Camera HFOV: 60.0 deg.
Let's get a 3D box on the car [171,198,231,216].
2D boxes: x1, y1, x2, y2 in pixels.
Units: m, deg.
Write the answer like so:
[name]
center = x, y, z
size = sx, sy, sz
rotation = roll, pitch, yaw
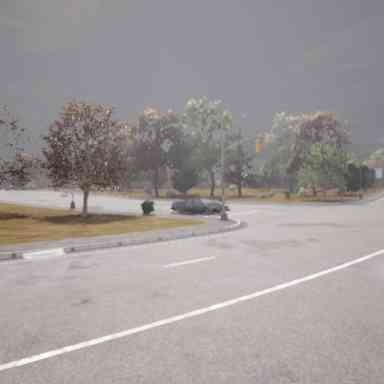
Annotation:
[car]
center = 0.637, 1.206, 28.673
size = 5.357, 1.411, 2.033
rotation = 0, 2, 38
